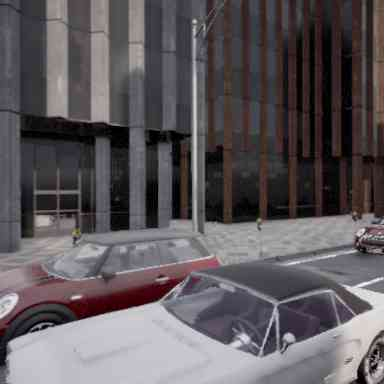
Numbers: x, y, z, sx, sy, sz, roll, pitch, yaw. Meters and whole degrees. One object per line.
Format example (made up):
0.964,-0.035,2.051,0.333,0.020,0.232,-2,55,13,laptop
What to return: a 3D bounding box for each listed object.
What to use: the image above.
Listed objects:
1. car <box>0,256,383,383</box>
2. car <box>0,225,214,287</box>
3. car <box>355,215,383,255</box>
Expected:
0.500,1.600,3.735,4.718,1.301,1.895,0,0,-36,car
-1.402,1.439,5.652,4.097,1.590,1.967,0,0,-36,car
7.774,1.435,12.201,4.097,1.590,1.967,0,0,-36,car
